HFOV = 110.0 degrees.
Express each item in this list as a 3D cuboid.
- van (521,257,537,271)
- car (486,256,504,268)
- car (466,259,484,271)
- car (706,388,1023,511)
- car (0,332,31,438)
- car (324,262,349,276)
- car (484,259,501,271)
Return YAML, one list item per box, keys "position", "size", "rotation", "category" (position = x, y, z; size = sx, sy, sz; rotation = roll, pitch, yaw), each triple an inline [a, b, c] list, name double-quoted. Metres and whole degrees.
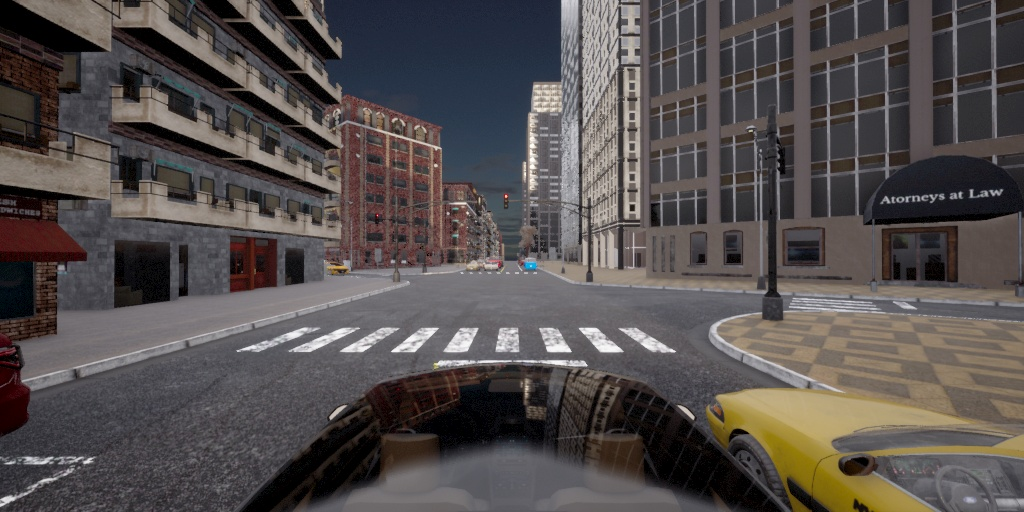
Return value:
- position: [2.543, 1.136, 50.081]
  size: [1.690, 1.789, 3.998]
  rotation: [0, 0, 0]
  category: "van"
- position: [-2.858, 1.037, 59.699]
  size: [2.150, 2.045, 5.566]
  rotation: [0, 0, 0]
  category: "car"
- position: [-5.337, 1.320, 49.908]
  size: [1.751, 1.417, 4.829]
  rotation: [0, 0, 0]
  category: "car"
- position: [2.566, 1.275, 1.258]
  size: [1.751, 1.417, 4.829]
  rotation: [0, 0, 0]
  category: "car"
- position: [-5.314, 1.065, 1.078]
  size: [2.192, 1.841, 5.009]
  rotation: [0, 0, 0]
  category: "car"
- position: [-20.199, 1.408, 40.062]
  size: [5.008, 1.535, 1.882]
  rotation: [0, 0, 37]
  category: "car"
- position: [-2.871, 1.396, 50.192]
  size: [1.895, 1.301, 4.718]
  rotation: [0, 0, -2]
  category: "car"
